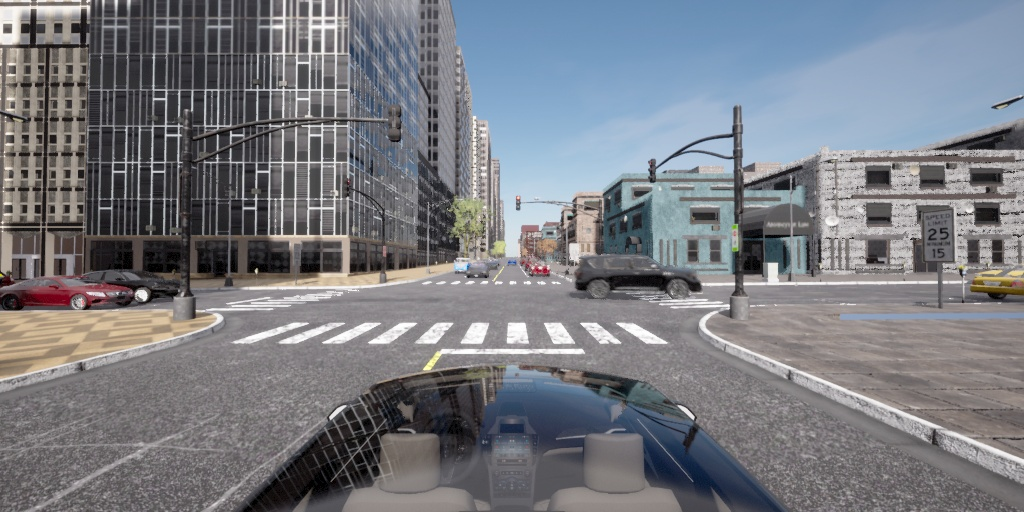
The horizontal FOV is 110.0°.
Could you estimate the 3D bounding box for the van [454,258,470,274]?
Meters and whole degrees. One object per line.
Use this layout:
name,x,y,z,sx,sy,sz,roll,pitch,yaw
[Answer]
van,-5.677,1.096,41.540,1.690,1.789,3.998,0,0,0

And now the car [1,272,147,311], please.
car,-17.415,1.413,14.069,4.207,1.307,1.802,0,0,1

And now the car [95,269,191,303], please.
car,-17.888,1.359,16.681,5.008,1.535,1.882,-1,-1,0

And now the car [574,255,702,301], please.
car,5.699,0.941,16.812,5.566,2.045,2.150,-1,1,17

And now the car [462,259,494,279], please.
car,-3.074,1.301,33.101,2.033,1.411,5.357,0,0,-1

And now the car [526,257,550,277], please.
car,2.702,1.194,35.902,1.967,1.591,4.097,0,0,0

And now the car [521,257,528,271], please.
car,2.706,1.070,47.250,2.192,1.841,5.009,0,0,0

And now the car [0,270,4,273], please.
car,-23.098,1.325,14.125,4.097,1.591,1.967,0,0,1

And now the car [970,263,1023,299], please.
car,20.694,0.994,13.691,4.829,1.417,1.751,0,0,1

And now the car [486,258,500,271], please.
car,-3.080,1.319,50.668,1.994,1.385,4.181,0,0,0
